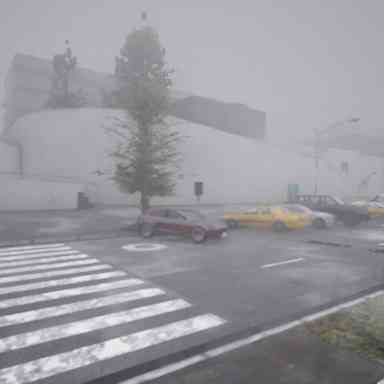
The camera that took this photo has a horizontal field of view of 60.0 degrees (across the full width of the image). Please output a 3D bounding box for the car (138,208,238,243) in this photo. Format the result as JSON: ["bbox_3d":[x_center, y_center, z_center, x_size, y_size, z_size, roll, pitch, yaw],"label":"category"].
[{"bbox_3d":[-0.513,1.519,16.182,4.792,1.488,2.163,-1,-1,34],"label":"car"}]

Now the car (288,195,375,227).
[{"bbox_3d":[9.267,1.232,23.163,5.566,2.045,2.435,-1,-1,35],"label":"car"}]

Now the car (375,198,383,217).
[{"bbox_3d":[14.283,1.447,26.557,5.366,1.575,1.946,-1,-1,34],"label":"car"}]

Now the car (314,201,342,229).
[{"bbox_3d":[6.794,1.528,21.432,4.674,1.452,2.002,-1,-1,34],"label":"car"}]

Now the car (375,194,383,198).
[{"bbox_3d":[16.548,1.179,28.419,5.566,2.045,2.435,-1,0,34],"label":"car"}]

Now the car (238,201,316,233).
[{"bbox_3d":[4.195,1.491,19.783,5.366,1.575,1.946,-1,0,35],"label":"car"}]
